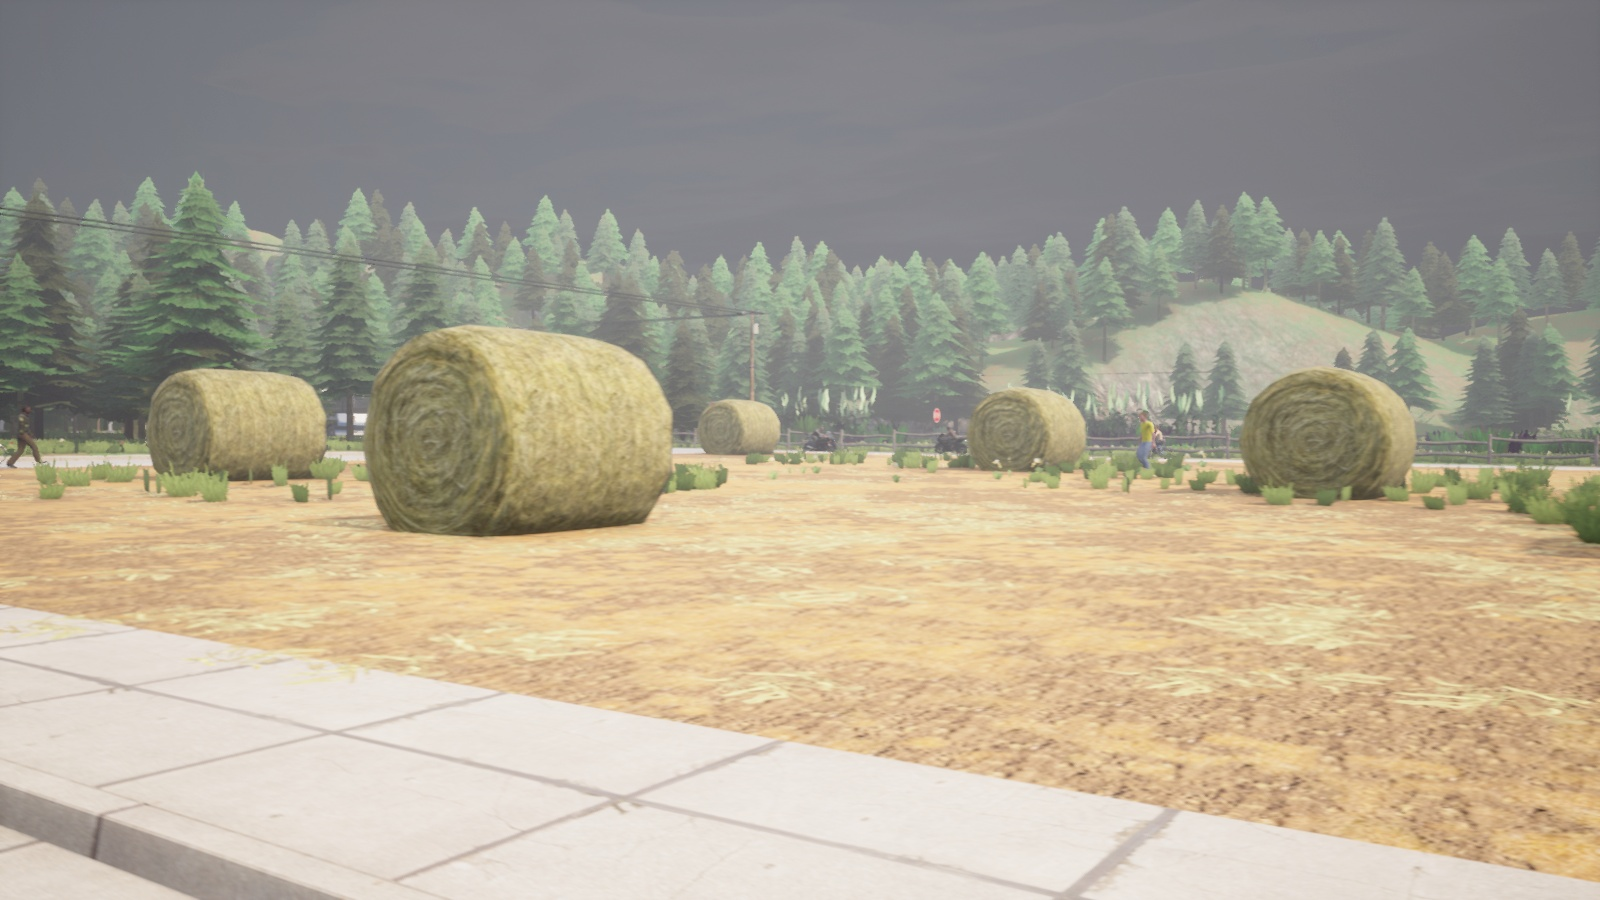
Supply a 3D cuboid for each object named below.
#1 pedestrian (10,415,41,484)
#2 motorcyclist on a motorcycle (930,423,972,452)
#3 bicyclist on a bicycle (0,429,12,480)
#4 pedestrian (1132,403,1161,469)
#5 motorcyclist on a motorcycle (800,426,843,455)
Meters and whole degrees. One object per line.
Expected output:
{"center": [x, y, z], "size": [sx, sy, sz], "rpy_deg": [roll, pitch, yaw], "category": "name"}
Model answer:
{"center": [-21.957, -0.010, 35.622], "size": [0.692, 1.930, 0.395], "rpy_deg": [-1, 1, -29], "category": "pedestrian"}
{"center": [8.058, -0.647, 67.057], "size": [2.044, 1.523, 0.797], "rpy_deg": [0, 1, 37], "category": "motorcyclist on a motorcycle"}
{"center": [-28.287, 0.158, 43.213], "size": [0.659, 1.776, 1.843], "rpy_deg": [0, 1, 35], "category": "bicyclist on a bicycle"}
{"center": [9.717, -0.387, 35.223], "size": [0.706, 1.836, 0.354], "rpy_deg": [-1, 1, -12], "category": "pedestrian"}
{"center": [1.162, -0.528, 67.930], "size": [2.191, 1.530, 0.866], "rpy_deg": [0, 1, 37], "category": "motorcyclist on a motorcycle"}
